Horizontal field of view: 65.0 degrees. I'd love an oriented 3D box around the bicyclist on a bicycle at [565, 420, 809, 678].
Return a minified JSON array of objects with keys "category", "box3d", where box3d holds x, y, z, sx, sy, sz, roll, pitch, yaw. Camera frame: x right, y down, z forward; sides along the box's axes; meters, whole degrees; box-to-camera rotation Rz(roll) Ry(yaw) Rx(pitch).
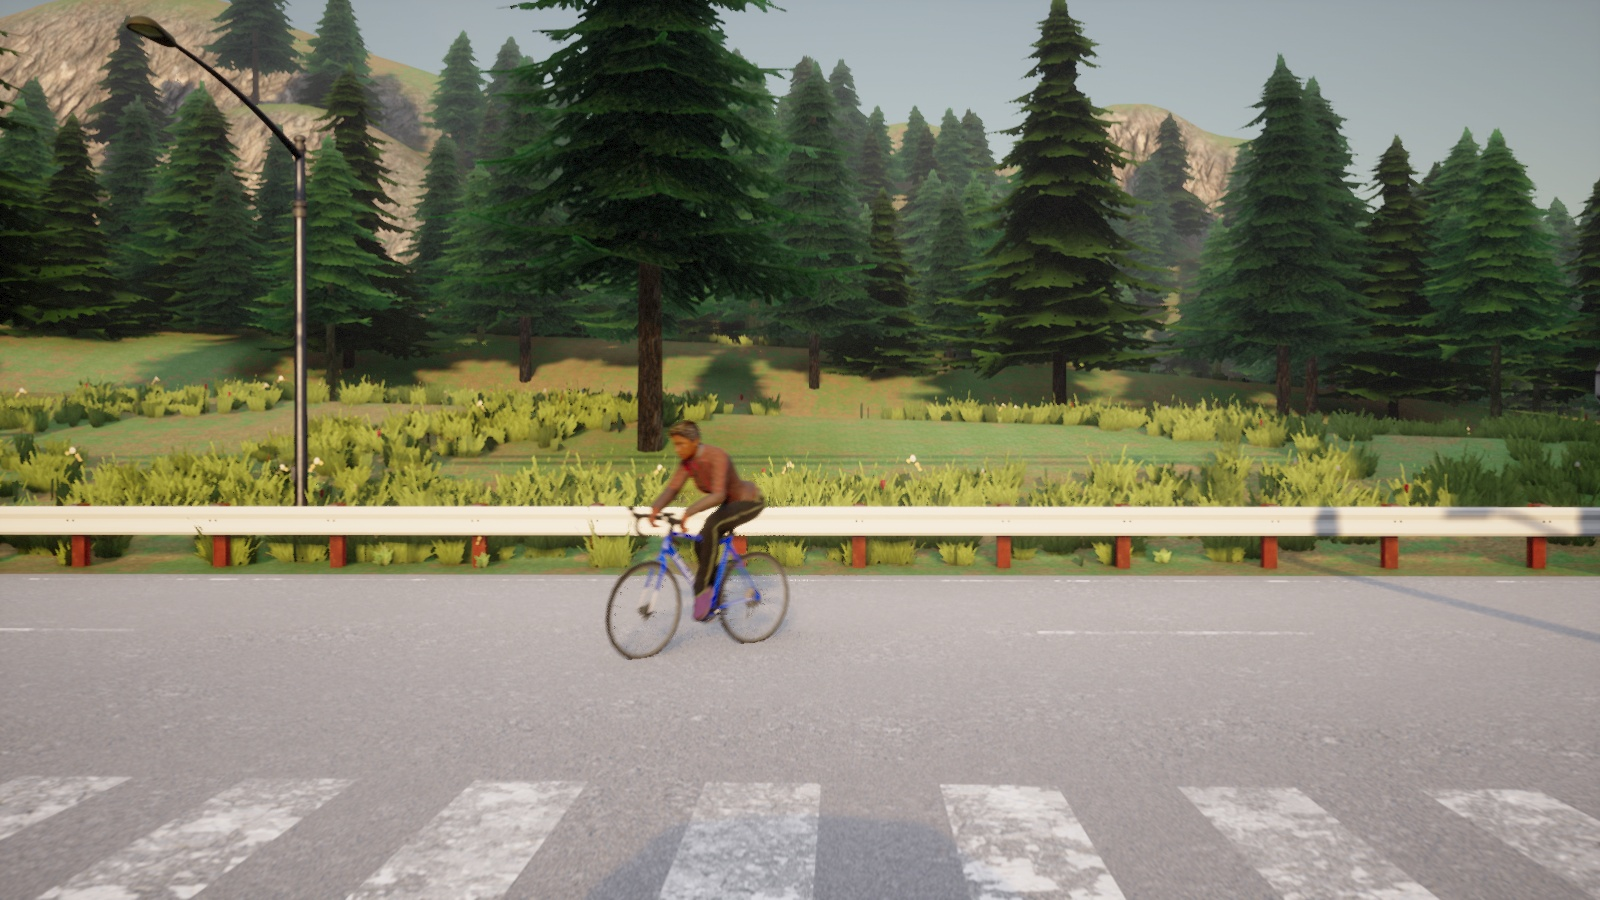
[{"category":"bicyclist on a bicycle","box3d":[-0.753,0.615,8.719,1.656,1.620,0.582,-1,3,-43]}]
